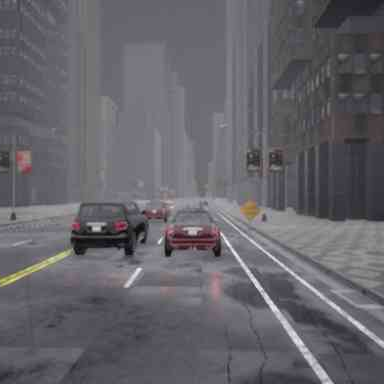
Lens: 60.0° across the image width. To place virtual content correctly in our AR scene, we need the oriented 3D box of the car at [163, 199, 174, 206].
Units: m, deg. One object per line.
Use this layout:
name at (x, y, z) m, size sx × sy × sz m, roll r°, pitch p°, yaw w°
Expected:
car at (-5.118, 2.246, 71.893) m, size 1.882 × 1.535 × 5.008 m, roll 0°, pitch -1°, yaw 2°

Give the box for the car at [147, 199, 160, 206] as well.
car at (-8.365, 2.309, 72.016) m, size 2.033 × 1.411 × 5.357 m, roll 0°, pitch -1°, yaw 2°

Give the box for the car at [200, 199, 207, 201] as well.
car at (2.406, 2.259, 68.718) m, size 1.812 × 1.442 × 4.674 m, roll 0°, pitch -1°, yaw 2°

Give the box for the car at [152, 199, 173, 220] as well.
car at (-3.034, 1.641, 28.963) m, size 2.097 × 1.767 × 4.553 m, roll 0°, pitch -1°, yaw 1°

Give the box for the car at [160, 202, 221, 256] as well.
car at (0.046, 1.487, 13.960) m, size 2.097 × 1.767 × 4.553 m, roll 0°, pitch -1°, yaw 1°

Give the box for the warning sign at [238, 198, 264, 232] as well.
warning sign at (3.309, 1.301, 18.888) m, size 1.300 × 1.860 × 1.060 m, roll 0°, pitch -1°, yaw 1°

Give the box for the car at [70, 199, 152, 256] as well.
car at (-3.206, 1.352, 13.914) m, size 2.150 × 2.045 × 5.566 m, roll 0°, pitch 0°, yaw 0°
